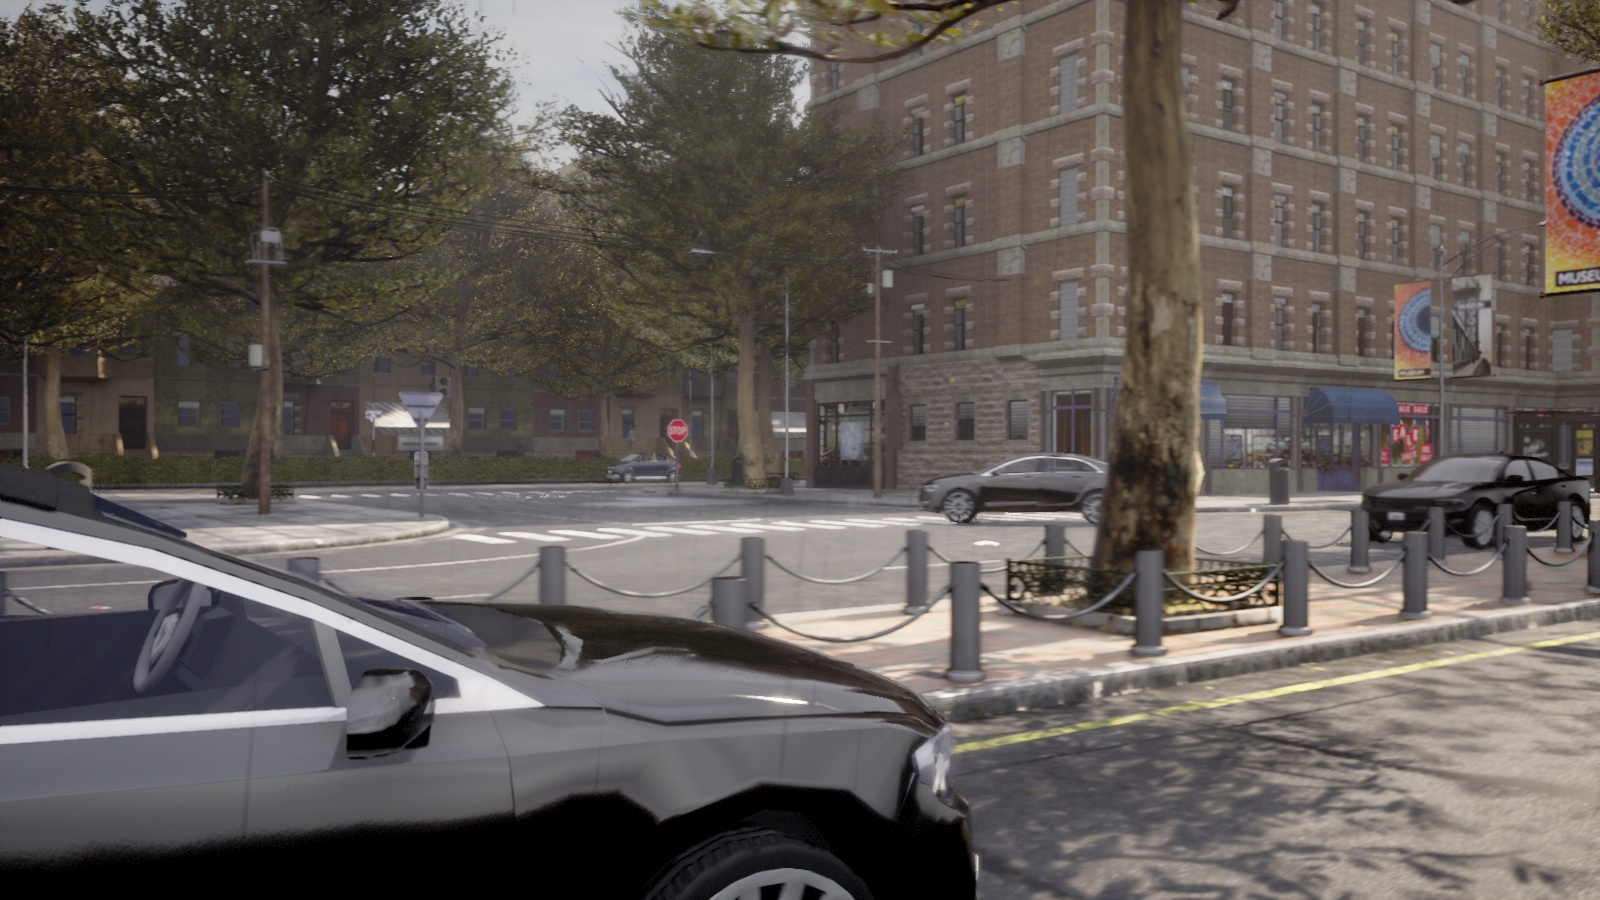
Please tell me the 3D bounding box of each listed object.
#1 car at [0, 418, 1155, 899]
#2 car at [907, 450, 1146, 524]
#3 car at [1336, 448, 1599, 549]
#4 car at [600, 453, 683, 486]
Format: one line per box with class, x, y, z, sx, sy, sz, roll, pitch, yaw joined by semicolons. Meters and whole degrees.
car;-1.790;0.719;2.416;4.902;1.511;2.128;0;0;-35
car;4.899;0.763;27.193;4.902;1.511;2.128;0;0;13
car;11.424;0.736;21.327;5.008;1.535;1.882;0;0;-35
car;-7.883;0.954;62.713;3.705;1.549;1.789;0;0;-35
